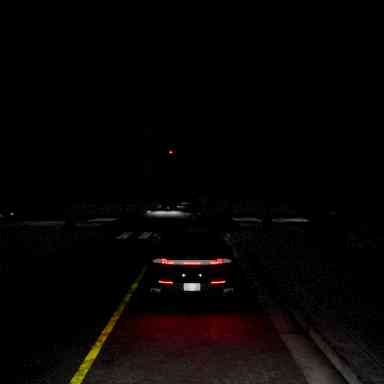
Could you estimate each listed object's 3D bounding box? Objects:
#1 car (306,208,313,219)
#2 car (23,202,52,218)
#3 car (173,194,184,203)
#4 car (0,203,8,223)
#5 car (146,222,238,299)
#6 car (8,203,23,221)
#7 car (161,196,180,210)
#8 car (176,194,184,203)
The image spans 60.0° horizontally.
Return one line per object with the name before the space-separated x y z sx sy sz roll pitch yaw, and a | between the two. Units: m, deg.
car | 11.676 1.527 27.032 4.674 1.442 1.812 0 0 1
car | -14.760 1.580 29.581 4.313 1.339 1.947 0 0 0
car | -2.740 1.292 69.275 2.097 1.767 4.553 0 0 0
car | -14.766 1.539 21.554 4.313 1.339 1.947 0 0 0
car | 0.002 1.492 8.404 2.128 1.511 4.902 0 0 0
car | -15.749 1.204 24.097 5.566 2.045 2.150 0 0 0
car | -2.841 1.576 41.706 1.895 1.301 4.718 0 0 0
car | -2.836 1.506 53.823 2.033 1.411 5.357 0 0 0
